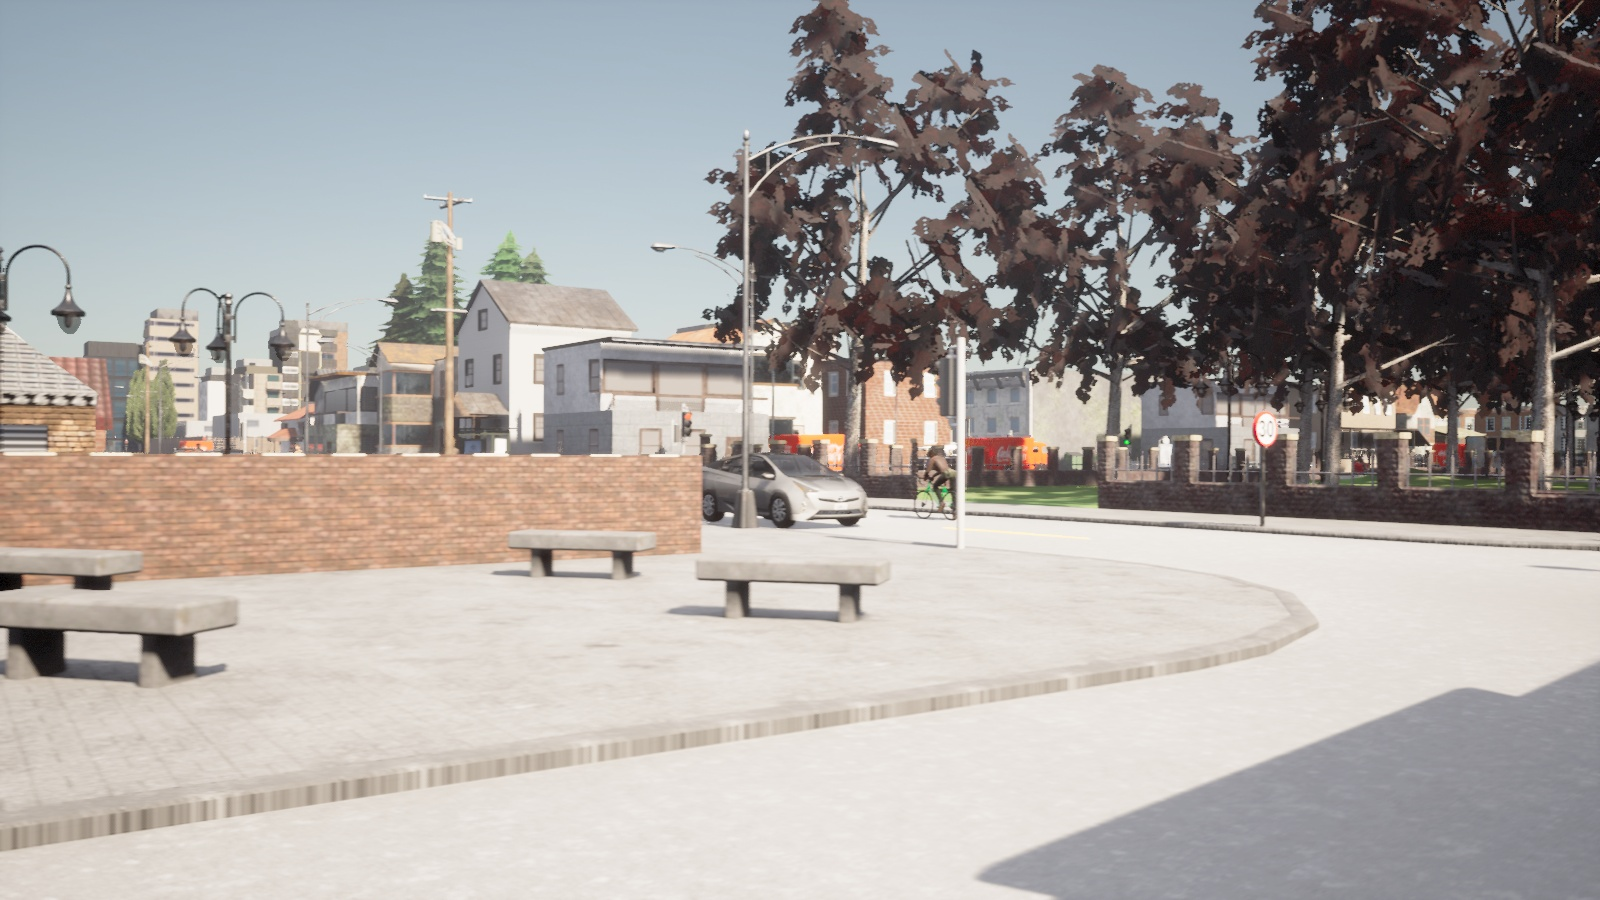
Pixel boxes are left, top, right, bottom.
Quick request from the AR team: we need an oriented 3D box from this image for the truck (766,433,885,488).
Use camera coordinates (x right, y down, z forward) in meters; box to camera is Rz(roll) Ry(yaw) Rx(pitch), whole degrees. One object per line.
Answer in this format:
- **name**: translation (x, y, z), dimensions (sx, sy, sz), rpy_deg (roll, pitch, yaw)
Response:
- **truck**: translation (1.239, 0.470, 60.155), dimensions (5.204, 2.467, 2.627), rpy_deg (-1, 0, -39)

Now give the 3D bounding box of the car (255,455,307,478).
- **car**: translation (-33.871, 1.046, 81.834), dimensions (2.163, 1.488, 4.792), rpy_deg (0, 0, -35)

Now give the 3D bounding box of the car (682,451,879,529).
- **car**: translation (-0.515, 0.781, 26.798), dimensions (2.007, 1.525, 4.514), rpy_deg (0, 0, -35)

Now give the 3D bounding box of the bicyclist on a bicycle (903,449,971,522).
- **bicyclist on a bicycle**: translation (3.105, 0.791, 28.666), dimensions (0.582, 1.620, 1.656), rpy_deg (0, -1, -36)

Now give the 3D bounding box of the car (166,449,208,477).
- **car**: translation (-42.831, 0.890, 87.720), dimensions (1.932, 1.855, 4.605), rpy_deg (0, 0, -35)

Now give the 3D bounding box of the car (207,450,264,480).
- **car**: translation (-33.290, 0.864, 73.987), dimensions (2.242, 1.667, 4.611), rpy_deg (0, 0, -35)

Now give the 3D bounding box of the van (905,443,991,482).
- **van**: translation (8.253, 0.688, 70.060), dimensions (4.480, 2.038, 2.069), rpy_deg (-1, 0, -35)

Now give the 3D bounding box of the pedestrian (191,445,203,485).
- **pedestrian**: translation (-26.892, 0.664, 56.020), dimensions (0.328, 1.805, 0.869), rpy_deg (0, 0, -36)

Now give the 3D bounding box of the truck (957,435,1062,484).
- **truck**: translation (11.234, 0.484, 67.220), dimensions (5.204, 2.467, 2.627), rpy_deg (-1, 0, -36)
